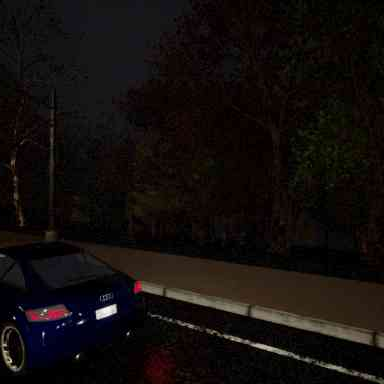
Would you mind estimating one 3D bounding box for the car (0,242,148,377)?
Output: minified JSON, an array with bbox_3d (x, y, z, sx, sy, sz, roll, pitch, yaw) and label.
[{"bbox_3d":[-2.747,1.563,5.628,4.181,1.385,1.994,0,0,37],"label":"car"}]
